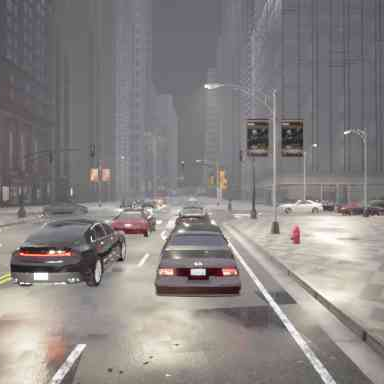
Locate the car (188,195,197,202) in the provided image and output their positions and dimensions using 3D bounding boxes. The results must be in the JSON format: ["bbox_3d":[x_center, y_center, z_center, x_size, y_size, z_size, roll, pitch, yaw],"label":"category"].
[{"bbox_3d":[0.127,1.685,80.637,2.150,2.045,5.566,0,0,0],"label":"car"}]

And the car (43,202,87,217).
[{"bbox_3d":[-12.556,1.687,33.073,4.181,1.385,1.994,0,0,-13],"label":"car"}]

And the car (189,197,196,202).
[{"bbox_3d":[0.143,2.027,91.214,1.882,1.535,5.008,0,0,0],"label":"car"}]

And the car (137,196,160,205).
[{"bbox_3d":[-6.515,1.777,50.847,2.033,1.411,5.357,0,0,0],"label":"car"}]

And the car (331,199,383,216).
[{"bbox_3d":[15.363,1.577,30.208,4.206,1.307,1.802,0,0,-1],"label":"car"}]

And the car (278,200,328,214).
[{"bbox_3d":[11.692,1.601,35.924,4.674,1.442,1.812,0,-1,-1],"label":"car"}]

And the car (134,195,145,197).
[{"bbox_3d":[-9.722,1.522,60.758,2.150,2.045,5.566,0,0,0],"label":"car"}]

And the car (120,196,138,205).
[{"bbox_3d":[-9.795,1.734,50.739,1.837,1.490,4.892,0,0,-2],"label":"car"}]

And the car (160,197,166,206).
[{"bbox_3d":[-6.476,1.647,60.129,2.097,1.767,4.553,0,0,0],"label":"car"}]

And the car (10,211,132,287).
[{"bbox_3d":[-3.136,1.516,9.351,1.837,1.490,4.892,0,0,0],"label":"car"}]

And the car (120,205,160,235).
[{"bbox_3d":[-3.122,1.601,18.251,1.994,1.385,4.181,0,0,0],"label":"car"}]

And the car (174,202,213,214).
[{"bbox_3d":[0.076,1.543,18.501,1.837,1.490,4.892,0,0,1],"label":"car"}]

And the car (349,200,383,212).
[{"bbox_3d":[20.886,1.643,38.810,4.313,1.339,1.947,0,0,-1],"label":"car"}]

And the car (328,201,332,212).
[{"bbox_3d":[15.246,1.662,38.732,4.313,1.339,1.947,0,0,-1],"label":"car"}]

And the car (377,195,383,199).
[{"bbox_3d":[21.526,1.264,36.071,5.566,2.045,2.150,0,-1,-1],"label":"car"}]

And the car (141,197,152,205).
[{"bbox_3d":[-9.639,1.905,71.105,1.812,1.442,4.674,0,0,0],"label":"car"}]

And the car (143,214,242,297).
[{"bbox_3d":[0.120,1.557,8.762,2.033,1.411,5.357,0,0,0],"label":"car"}]
